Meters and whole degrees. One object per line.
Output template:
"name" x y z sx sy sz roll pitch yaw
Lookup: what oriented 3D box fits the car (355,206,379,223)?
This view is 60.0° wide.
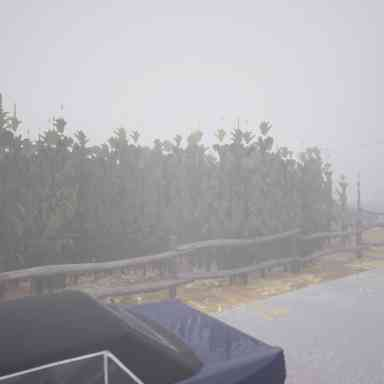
"car" 11.665 1.572 25.054 1.994 1.385 4.181 0 0 -36

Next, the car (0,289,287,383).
"car" -1.552 1.601 2.368 4.718 1.301 1.895 0 0 -35
